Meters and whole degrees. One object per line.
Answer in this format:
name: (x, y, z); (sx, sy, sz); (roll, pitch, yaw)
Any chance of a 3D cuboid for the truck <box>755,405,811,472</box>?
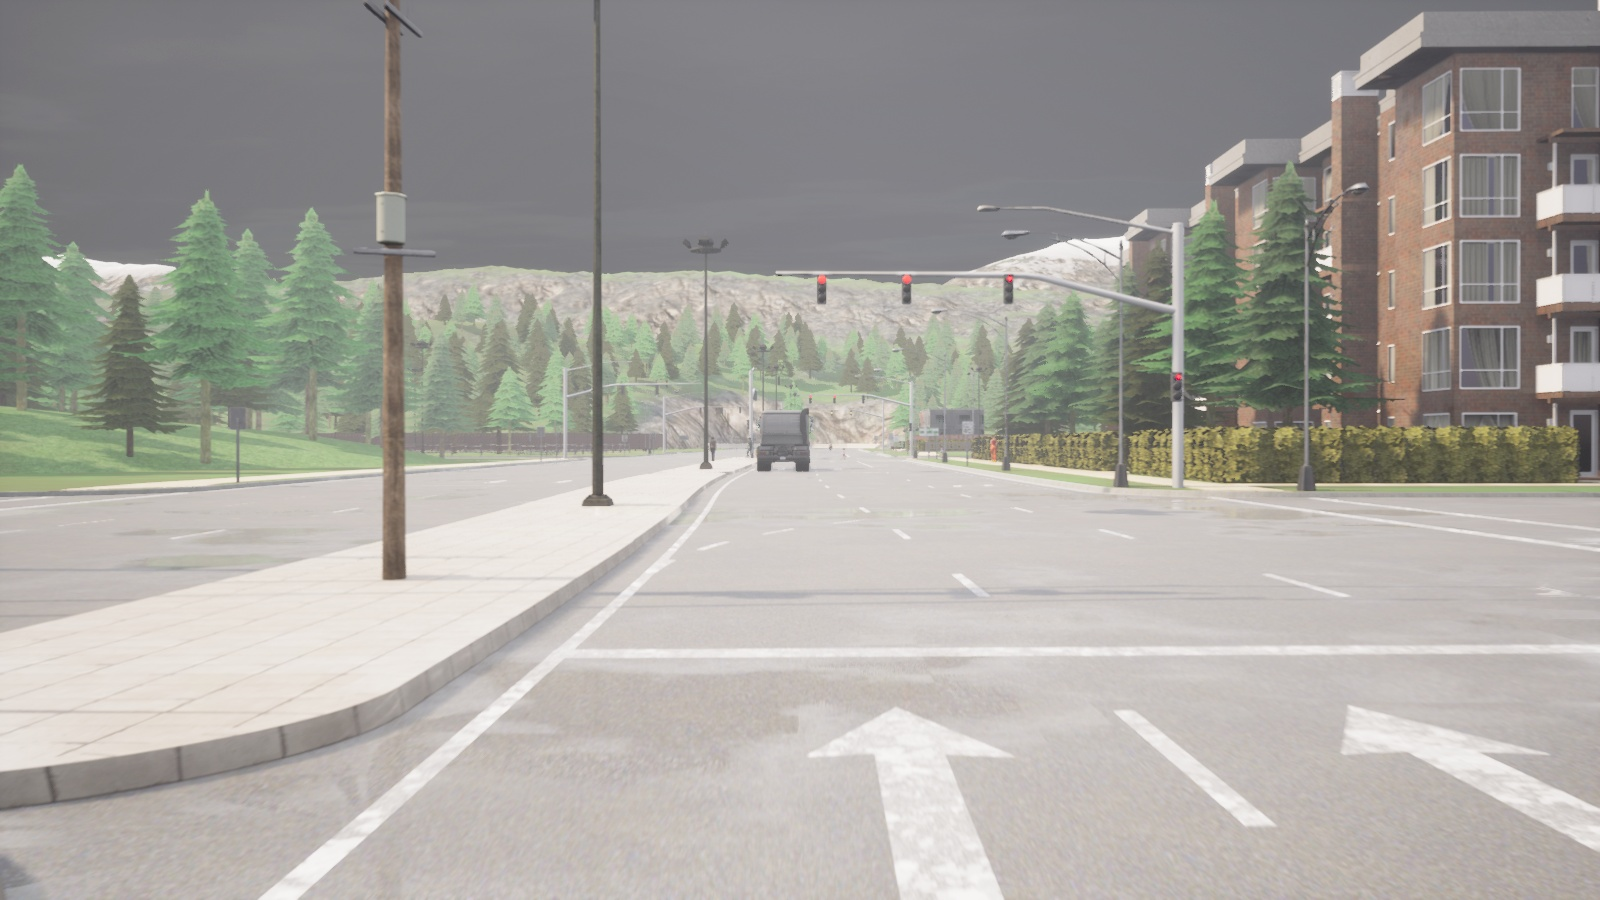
truck: (-0.872, -0.631, 69.284); (2.891, 3.462, 7.936); (0, 0, 0)
